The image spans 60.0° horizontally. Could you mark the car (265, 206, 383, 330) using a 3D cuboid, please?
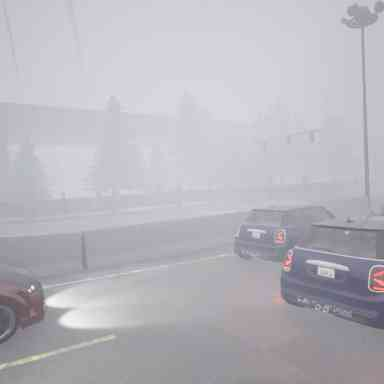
[{"bbox_3d":[3.847,1.232,6.554,4.553,1.767,2.097,-2,1,-36],"label":"car"}]

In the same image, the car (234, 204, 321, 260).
[{"bbox_3d":[3.531,1.156,10.653,4.553,1.767,2.097,-3,2,-36],"label":"car"}]

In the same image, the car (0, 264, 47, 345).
[{"bbox_3d":[-4.440,1.564,4.882,4.181,1.385,1.994,0,0,-35],"label":"car"}]
